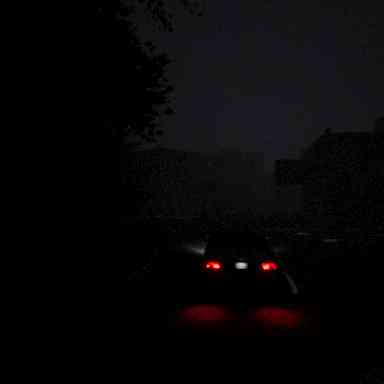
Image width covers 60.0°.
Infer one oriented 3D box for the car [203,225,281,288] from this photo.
[{"bbox_3d":[1.331,1.659,9.644,2.033,1.411,5.357,0,-1,6],"label":"car"}]
